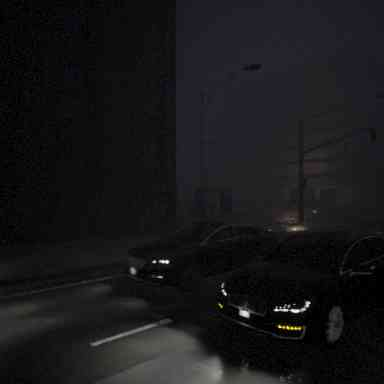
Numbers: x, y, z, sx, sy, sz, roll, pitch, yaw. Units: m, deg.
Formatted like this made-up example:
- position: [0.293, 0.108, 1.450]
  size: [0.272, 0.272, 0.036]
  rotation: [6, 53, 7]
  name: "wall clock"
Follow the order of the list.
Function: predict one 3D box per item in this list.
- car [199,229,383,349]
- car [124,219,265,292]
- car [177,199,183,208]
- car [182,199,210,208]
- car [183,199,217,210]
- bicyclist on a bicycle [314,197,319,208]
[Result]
- position: [2.608, 1.540, 6.489]
  size: [4.892, 1.490, 1.837]
  rotation: [0, 0, -41]
  name: "car"
- position: [0.491, 1.556, 9.280]
  size: [4.902, 1.511, 2.128]
  rotation: [0, -1, -41]
  name: "car"
- position: [-1.915, 1.952, 57.735]
  size: [2.128, 1.511, 4.902]
  rotation: [0, -1, -43]
  name: "car"
- position: [0.653, 2.014, 60.113]
  size: [2.033, 1.411, 5.357]
  rotation: [0, -1, -43]
  name: "car"
- position: [1.456, 1.863, 48.840]
  size: [1.882, 1.535, 5.008]
  rotation: [0, 0, -42]
  name: "car"
- position: [19.115, 1.627, 51.046]
  size: [1.656, 1.620, 0.582]
  rotation: [0, 0, -43]
  name: "bicyclist on a bicycle"
